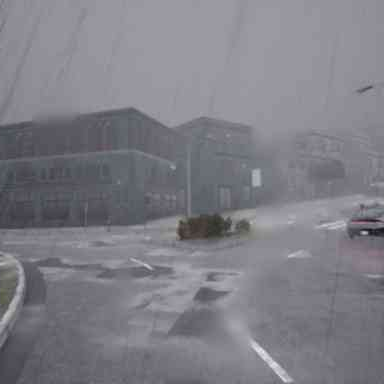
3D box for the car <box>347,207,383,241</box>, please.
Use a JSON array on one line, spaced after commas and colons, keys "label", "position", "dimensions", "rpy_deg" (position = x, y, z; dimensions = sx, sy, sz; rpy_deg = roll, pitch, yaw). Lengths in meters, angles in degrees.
[{"label": "car", "position": [9.266, 1.477, 16.454], "dimensions": [2.128, 1.511, 4.902], "rpy_deg": [-4, 0, 44]}]
